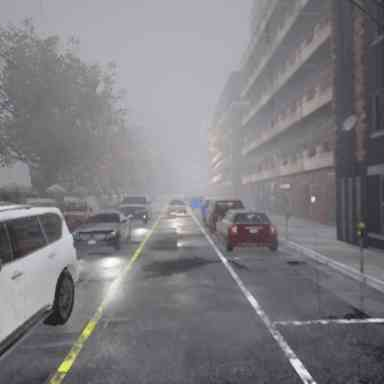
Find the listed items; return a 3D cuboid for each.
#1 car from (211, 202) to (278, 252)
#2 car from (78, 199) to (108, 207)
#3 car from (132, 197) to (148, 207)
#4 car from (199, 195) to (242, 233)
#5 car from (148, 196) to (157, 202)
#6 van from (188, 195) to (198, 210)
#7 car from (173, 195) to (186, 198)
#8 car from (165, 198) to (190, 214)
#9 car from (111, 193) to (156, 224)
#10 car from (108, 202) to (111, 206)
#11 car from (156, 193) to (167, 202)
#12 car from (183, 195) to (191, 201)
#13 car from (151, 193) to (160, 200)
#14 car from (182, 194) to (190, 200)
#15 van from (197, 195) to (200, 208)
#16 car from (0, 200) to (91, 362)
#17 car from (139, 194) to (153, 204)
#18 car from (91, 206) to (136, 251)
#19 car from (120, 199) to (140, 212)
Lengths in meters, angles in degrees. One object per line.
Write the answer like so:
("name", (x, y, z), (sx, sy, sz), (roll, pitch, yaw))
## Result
("car", (2.106, 1.405, 13.748), (1.967, 1.590, 4.097), (0, 0, -3))
("car", (-6.526, 1.367, 18.865), (2.192, 1.841, 5.009), (0, 0, -3))
("car", (-8.112, 1.581, 51.968), (2.008, 1.369, 4.403), (0, 0, -3))
("car", (1.843, 1.276, 19.265), (2.192, 1.841, 5.009), (0, 0, -3))
("car", (-9.432, 1.577, 79.554), (1.947, 1.339, 4.313), (0, 0, -3))
("van", (0.787, 1.287, 41.334), (1.690, 1.788, 3.998), (0, 0, -3))
("car", (-2.126, 1.479, 45.989), (1.837, 1.490, 4.892), (-1, 1, -2))
("car", (-1.529, 1.581, 34.324), (1.895, 1.301, 4.718), (-1, 0, -2))
("car", (-4.232, 1.241, 25.012), (2.150, 2.045, 5.566), (-1, 0, -2))
("car", (-7.057, 1.611, 29.900), (1.947, 1.339, 4.313), (0, 0, -3))
("car", (-6.365, 1.276, 71.388), (1.882, 1.535, 5.008), (-1, 0, -3))
("car", (-1.326, 1.483, 85.471), (1.947, 1.339, 4.313), (0, 0, -3))
("car", (-9.958, 1.319, 90.588), (2.192, 1.841, 5.009), (0, 0, -3))
("car", (-1.589, 1.353, 90.988), (1.967, 1.590, 4.097), (0, 0, -3))
("van", (1.579, 1.299, 24.782), (1.690, 1.788, 3.998), (0, 0, -3))
("car", (-3.217, 1.255, 4.233), (2.150, 2.045, 5.566), (-1, 0, -1))
("car", (-8.638, 1.338, 63.002), (2.192, 1.841, 5.009), (0, 0, -3))
("car", (-3.734, 1.553, 14.398), (1.812, 1.442, 4.674), (-1, 0, -3))
("car", (-7.576, 1.563, 40.764), (1.752, 1.417, 4.829), (0, 0, -3))
